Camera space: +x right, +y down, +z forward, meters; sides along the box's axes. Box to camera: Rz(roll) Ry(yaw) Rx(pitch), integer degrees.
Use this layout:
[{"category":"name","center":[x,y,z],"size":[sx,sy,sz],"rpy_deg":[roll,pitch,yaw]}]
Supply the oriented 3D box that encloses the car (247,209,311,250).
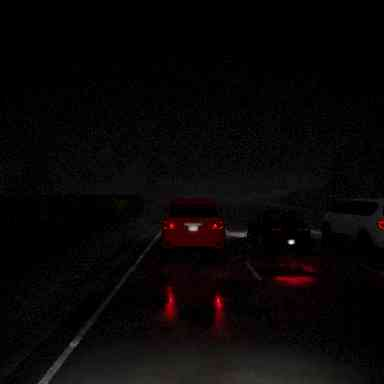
[{"category":"car","center":[3.568,1.513,14.305],"size":[1.837,1.490,4.892],"rpy_deg":[0,0,0]}]

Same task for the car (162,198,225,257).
[{"category":"car","center":[0.063,1.230,13.162],"size":[2.150,2.045,5.566],"rpy_deg":[0,0,0]}]

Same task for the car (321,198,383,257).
[{"category":"car","center":[7.063,1.230,13.134],"size":[2.150,2.045,5.566],"rpy_deg":[0,0,0]}]
